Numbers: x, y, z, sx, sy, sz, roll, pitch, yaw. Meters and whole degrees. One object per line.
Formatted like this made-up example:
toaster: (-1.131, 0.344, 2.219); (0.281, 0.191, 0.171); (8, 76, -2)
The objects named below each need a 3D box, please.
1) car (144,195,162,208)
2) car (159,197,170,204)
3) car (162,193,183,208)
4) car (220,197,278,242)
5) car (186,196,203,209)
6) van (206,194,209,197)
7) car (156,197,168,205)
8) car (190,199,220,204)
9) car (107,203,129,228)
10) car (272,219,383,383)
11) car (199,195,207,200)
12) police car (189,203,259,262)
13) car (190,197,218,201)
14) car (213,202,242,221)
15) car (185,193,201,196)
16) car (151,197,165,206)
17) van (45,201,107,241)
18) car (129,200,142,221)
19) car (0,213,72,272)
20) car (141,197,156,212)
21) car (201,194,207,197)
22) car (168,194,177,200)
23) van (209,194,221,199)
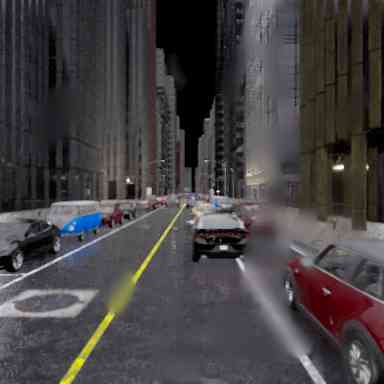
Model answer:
car: (-5.629, 1.344, 44.499); (2.192, 1.841, 5.009); (0, 0, 0)
car: (-5.560, 1.631, 66.973); (1.802, 1.307, 4.206); (0, 0, 0)
car: (-2.854, 1.383, 49.637); (2.097, 1.767, 4.553); (0, 0, 0)
car: (2.810, 1.324, 16.397); (2.192, 1.841, 5.009); (0, 0, 0)
car: (0.152, 1.595, 47.058); (1.994, 1.385, 4.181); (0, 0, 0)
van: (2.879, 1.365, 38.873); (1.690, 1.788, 3.998); (0, 0, 0)
car: (-5.577, 1.626, 61.354); (1.802, 1.307, 4.206); (0, 0, 0)
car: (0.952, 1.469, 22.416); (1.801, 1.575, 5.366); (0, 0, 0)
car: (-5.697, 1.558, 22.026); (1.887, 1.381, 4.507); (0, 0, 0)
car: (2.776, 1.443, 5.160); (1.967, 1.590, 4.097); (0, 0, 0)
car: (3.047, 1.632, 93.820); (2.008, 1.369, 4.403); (0, 0, 0)
police car: (0.936, 1.432, 12.336); (1.930, 1.638, 5.238); (0, 0, 0)
car: (0.938, 1.472, 28.416); (1.801, 1.575, 5.366); (0, 0, 0)
car: (2.845, 1.566, 27.635); (2.008, 1.369, 4.403); (0, 0, 0)
car: (0.197, 1.269, 64.875); (2.150, 2.045, 5.566); (0, 0, 0)
car: (-5.594, 1.584, 55.736); (1.887, 1.381, 4.507); (0, 0, 0)
van: (-5.715, 1.351, 16.408); (1.690, 1.788, 3.998); (0, 0, 0)
car: (-5.680, 1.582, 27.645); (1.947, 1.339, 4.313); (0, 0, 0)
car: (-5.732, 1.572, 10.790); (1.947, 1.339, 4.313); (0, 0, 0)
car: (-5.646, 1.607, 38.881); (1.802, 1.307, 4.206); (0, 0, 0)
car: (2.965, 1.364, 66.967); (2.192, 1.841, 5.009); (0, 0, 0)
car: (-5.478, 1.397, 93.827); (2.192, 1.841, 5.009); (0, 0, 0)
van: (2.862, 1.361, 33.254); (1.690, 1.788, 3.998); (0, 0, 0)
